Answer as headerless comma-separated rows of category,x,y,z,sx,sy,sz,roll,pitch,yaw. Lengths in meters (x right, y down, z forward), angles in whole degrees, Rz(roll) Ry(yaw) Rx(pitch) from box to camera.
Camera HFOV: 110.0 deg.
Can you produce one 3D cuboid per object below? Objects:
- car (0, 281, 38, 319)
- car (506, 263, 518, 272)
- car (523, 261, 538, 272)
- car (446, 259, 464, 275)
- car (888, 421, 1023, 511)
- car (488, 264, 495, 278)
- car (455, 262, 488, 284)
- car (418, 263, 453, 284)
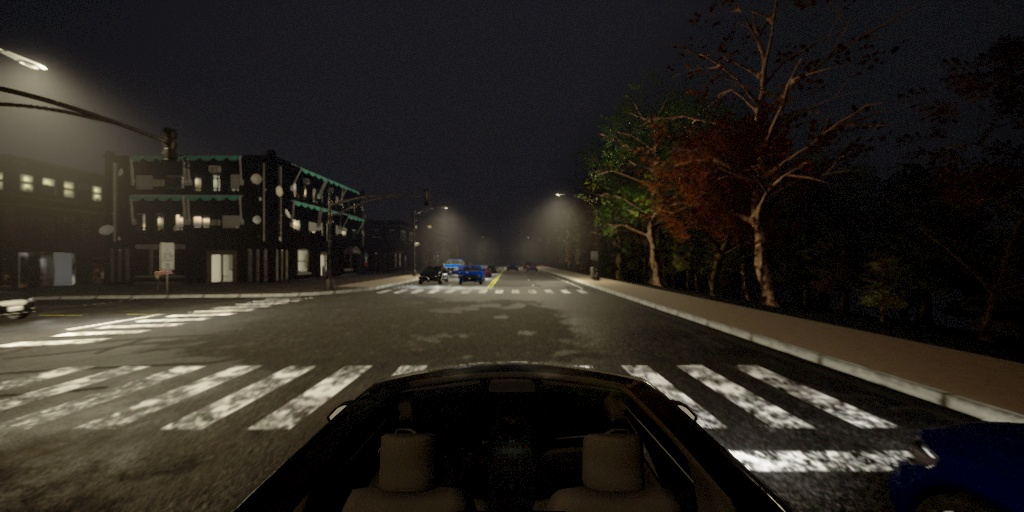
car,-19.619,1.579,12.401,4.902,1.511,2.128,-1,0,0
car,0.106,1.921,61.765,1.812,1.442,4.674,0,-1,0
car,3.367,1.929,60.481,2.033,1.411,5.357,0,-1,0
car,-6.594,1.398,41.202,2.150,2.045,5.566,0,-1,0
car,3.365,1.261,0.339,1.812,1.442,4.674,0,0,0
car,-3.344,1.734,40.670,1.994,1.385,4.181,0,-1,0
car,-3.345,1.541,30.708,1.882,1.535,5.008,0,-1,0
car,-6.592,1.568,30.646,1.837,1.490,4.892,0,-1,0
